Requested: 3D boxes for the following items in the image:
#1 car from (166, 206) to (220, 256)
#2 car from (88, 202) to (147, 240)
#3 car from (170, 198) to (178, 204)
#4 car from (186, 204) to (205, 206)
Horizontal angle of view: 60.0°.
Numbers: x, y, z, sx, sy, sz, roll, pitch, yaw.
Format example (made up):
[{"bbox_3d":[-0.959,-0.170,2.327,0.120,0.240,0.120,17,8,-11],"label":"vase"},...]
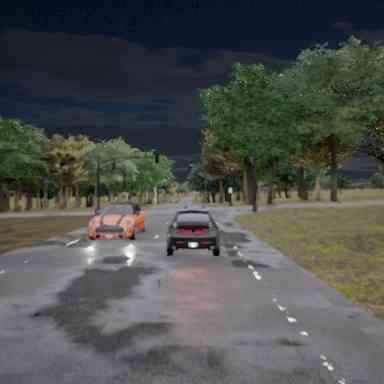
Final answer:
[{"bbox_3d":[0.054,1.480,13.022,1.837,1.490,4.892,0,-1,0],"label":"car"},{"bbox_3d":[-3.585,1.333,16.658,2.097,1.767,4.553,0,0,0],"label":"car"},{"bbox_3d":[-4.663,2.391,85.910,2.128,1.511,4.902,0,-1,-1],"label":"car"},{"bbox_3d":[0.276,1.590,26.683,1.895,1.301,4.718,0,0,4],"label":"car"}]
